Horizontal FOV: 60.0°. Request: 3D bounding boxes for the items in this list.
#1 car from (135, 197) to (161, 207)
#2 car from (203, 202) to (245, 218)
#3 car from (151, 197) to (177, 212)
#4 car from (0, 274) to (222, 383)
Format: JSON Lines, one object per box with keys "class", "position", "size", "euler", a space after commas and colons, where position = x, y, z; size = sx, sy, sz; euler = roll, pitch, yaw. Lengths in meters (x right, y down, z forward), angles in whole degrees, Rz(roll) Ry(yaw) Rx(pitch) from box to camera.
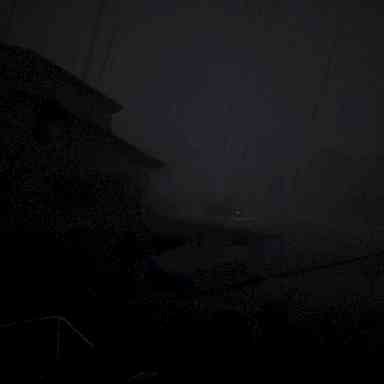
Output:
{"class": "car", "position": [-6.771, 1.526, 50.817], "size": [1.812, 1.442, 4.674], "euler": [0, 0, -36]}
{"class": "car", "position": [2.802, 1.564, 30.098], "size": [1.994, 1.385, 4.181], "euler": [0, 0, -35]}
{"class": "car", "position": [-3.638, 1.505, 39.222], "size": [1.837, 1.490, 4.892], "euler": [0, 0, -35]}
{"class": "car", "position": [-2.103, 1.601, 3.014], "size": [4.718, 1.301, 1.895], "euler": [0, 0, -34]}
